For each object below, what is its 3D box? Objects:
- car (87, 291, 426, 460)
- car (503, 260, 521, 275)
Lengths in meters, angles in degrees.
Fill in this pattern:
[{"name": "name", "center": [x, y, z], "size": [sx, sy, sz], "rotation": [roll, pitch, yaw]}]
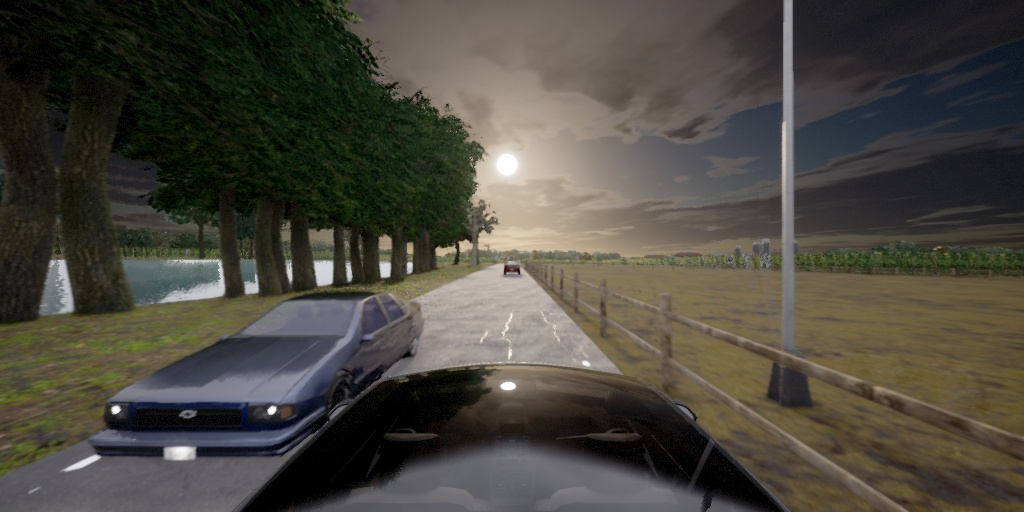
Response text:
[{"name": "car", "center": [-2.817, 1.299, 5.719], "size": [2.033, 1.411, 5.357], "rotation": [0, 0, 0]}, {"name": "car", "center": [0.002, 1.307, 40.991], "size": [1.882, 1.535, 5.008], "rotation": [0, 0, 0]}]
